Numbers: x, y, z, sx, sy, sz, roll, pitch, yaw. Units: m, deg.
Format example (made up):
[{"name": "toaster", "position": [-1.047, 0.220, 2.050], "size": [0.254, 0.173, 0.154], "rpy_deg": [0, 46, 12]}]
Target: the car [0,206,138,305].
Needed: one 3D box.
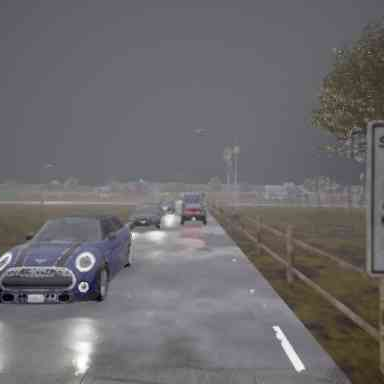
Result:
[{"name": "car", "position": [-2.845, 1.346, 8.299], "size": [2.097, 1.767, 4.553], "rpy_deg": [0, 0, 0]}]

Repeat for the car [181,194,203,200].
[{"name": "car", "position": [0.030, 1.244, 34.550], "size": [2.150, 2.045, 5.566], "rpy_deg": [0, 0, 0]}]

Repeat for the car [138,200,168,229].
[{"name": "car", "position": [-2.832, 1.503, 21.730], "size": [1.837, 1.490, 4.892], "rpy_deg": [0, 0, 0]}]

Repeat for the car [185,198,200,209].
[{"name": "car", "position": [0.042, 1.632, 46.264], "size": [1.994, 1.385, 4.181], "rpy_deg": [0, 0, 0]}]

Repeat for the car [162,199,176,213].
[{"name": "car", "position": [-2.747, 1.522, 36.961], "size": [2.128, 1.511, 4.902], "rpy_deg": [0, 0, 0]}]

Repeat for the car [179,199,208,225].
[{"name": "car", "position": [0.110, 1.506, 24.172], "size": [1.837, 1.490, 4.892], "rpy_deg": [0, 0, 0]}]
